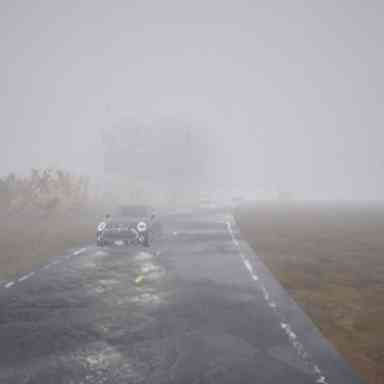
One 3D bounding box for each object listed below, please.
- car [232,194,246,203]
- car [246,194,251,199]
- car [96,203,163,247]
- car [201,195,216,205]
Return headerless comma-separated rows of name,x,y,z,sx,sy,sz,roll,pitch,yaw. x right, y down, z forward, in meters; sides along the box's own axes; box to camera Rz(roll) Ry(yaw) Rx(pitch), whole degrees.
car,9.261,1.338,66.906,1.882,1.535,5.008,0,0,14
car,12.996,1.169,84.487,1.837,1.490,4.892,0,0,18
car,-2.612,1.320,14.732,2.097,1.767,4.553,0,0,3
car,2.858,1.231,56.990,2.097,1.767,4.553,0,0,12
